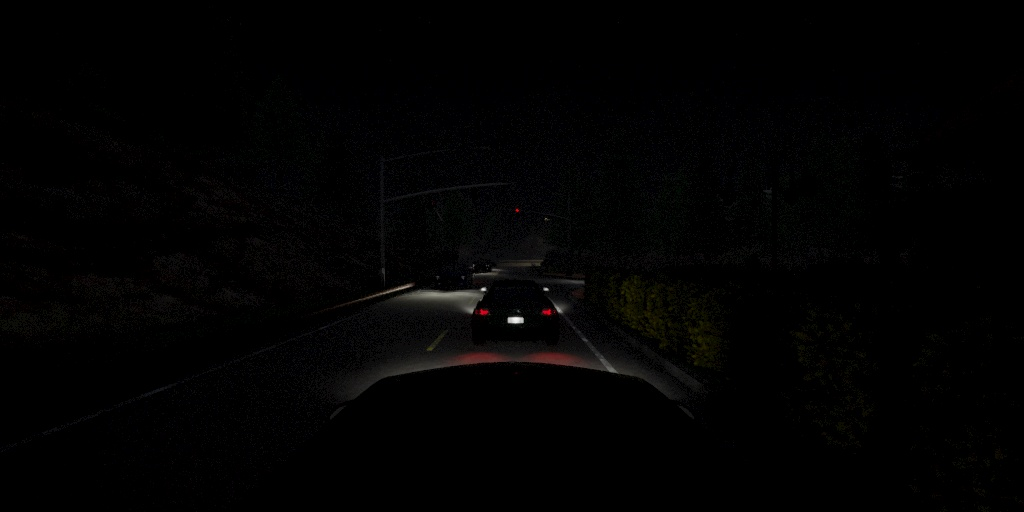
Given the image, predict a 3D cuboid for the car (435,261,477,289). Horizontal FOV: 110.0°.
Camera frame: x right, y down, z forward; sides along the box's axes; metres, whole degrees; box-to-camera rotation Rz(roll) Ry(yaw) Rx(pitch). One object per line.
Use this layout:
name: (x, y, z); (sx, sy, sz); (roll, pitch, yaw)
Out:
car: (-3.607, 1.237, 23.089); (1.882, 1.535, 5.008); (0, 0, 0)

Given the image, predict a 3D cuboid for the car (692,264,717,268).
car: (15.485, 1.404, 29.596); (4.902, 1.511, 2.128); (0, 0, 0)

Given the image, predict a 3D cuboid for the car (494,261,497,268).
car: (-3.544, 1.403, 60.323); (1.895, 1.301, 4.718); (0, 0, 0)

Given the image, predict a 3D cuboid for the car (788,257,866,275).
car: (25.991, 1.132, 29.546); (5.566, 2.045, 2.150); (0, 0, 1)

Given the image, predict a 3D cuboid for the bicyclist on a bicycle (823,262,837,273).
bicyclist on a bicycle: (19.815, 1.213, 22.127); (0.582, 1.620, 1.656); (0, 0, 0)

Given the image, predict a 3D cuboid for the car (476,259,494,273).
car: (-3.624, 1.103, 43.286); (2.097, 1.767, 4.553); (0, 0, 0)

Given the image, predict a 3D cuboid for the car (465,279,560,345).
car: (0.075, 1.314, 9.511); (1.994, 1.385, 4.181); (0, 0, 0)
